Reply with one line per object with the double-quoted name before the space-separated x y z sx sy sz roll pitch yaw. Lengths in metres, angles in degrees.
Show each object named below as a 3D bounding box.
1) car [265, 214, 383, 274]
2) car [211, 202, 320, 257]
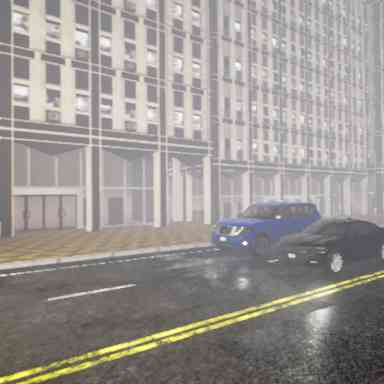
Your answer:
"car" 5.023 1.668 11.492 5.008 1.535 1.882 1 -1 -36
"car" 3.425 1.466 14.354 5.566 2.045 2.150 1 -1 -36
